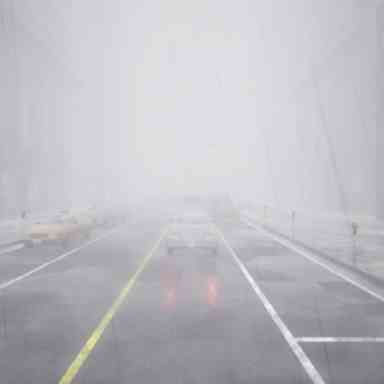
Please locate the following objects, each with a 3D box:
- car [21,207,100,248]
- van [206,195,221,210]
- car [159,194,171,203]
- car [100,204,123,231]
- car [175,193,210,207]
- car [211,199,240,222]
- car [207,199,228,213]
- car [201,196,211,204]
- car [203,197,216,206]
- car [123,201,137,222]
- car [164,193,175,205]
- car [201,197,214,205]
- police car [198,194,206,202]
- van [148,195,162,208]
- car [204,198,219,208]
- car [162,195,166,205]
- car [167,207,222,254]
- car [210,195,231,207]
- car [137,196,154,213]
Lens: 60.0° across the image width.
[{"bbox_3d":[-5.762,1.521,14.789,1.752,1.417,4.829,0,0,0],"label":"car"},{"bbox_3d":[2.763,1.341,43.064,1.690,1.788,3.998,0,0,0],"label":"van"},{"bbox_3d":[-5.761,1.326,71.146,2.192,1.841,5.009,0,0,0],"label":"car"},{"bbox_3d":[-5.762,1.578,20.577,1.802,1.307,4.206,0,0,0],"label":"car"},{"bbox_3d":[0.035,1.220,26.757,2.150,2.045,5.566,0,0,1],"label":"car"},{"bbox_3d":[2.763,1.522,26.378,1.752,1.417,4.829,0,0,0],"label":"car"},{"bbox_3d":[2.763,1.550,37.446,2.008,1.369,4.403,0,0,0],"label":"car"},{"bbox_3d":[2.764,1.533,65.708,1.752,1.417,4.829,0,0,0],"label":"car"},{"bbox_3d":[2.764,1.548,54.301,1.887,1.381,4.507,0,0,0],"label":"car"},{"bbox_3d":[-5.762,1.579,26.196,1.802,1.307,4.206,0,0,0],"label":"car"},{"bbox_3d":[-3.057,1.225,57.259,2.150,2.045,5.566,0,0,1],"label":"car"},{"bbox_3d":[2.764,1.556,59.913,2.008,1.369,4.403,0,0,0],"label":"car"},{"bbox_3d":[2.368,1.442,80.938,1.930,1.638,5.238,0,0,0],"label":"police car"},{"bbox_3d":[-5.762,1.343,48.671,1.690,1.788,3.998,0,0,0],"label":"van"},{"bbox_3d":[2.763,1.546,48.683,1.887,1.381,4.507,0,0,0],"label":"car"},{"bbox_3d":[-5.761,1.554,54.290,2.008,1.369,4.403,0,0,0],"label":"car"},{"bbox_3d":[0.052,1.522,13.266,1.812,1.442,4.674,0,0,1],"label":"car"},{"bbox_3d":[2.763,1.313,31.827,2.192,1.841,5.009,0,0,0],"label":"car"},{"bbox_3d":[-5.762,1.525,37.263,1.752,1.417,4.829,0,0,0],"label":"car"}]
